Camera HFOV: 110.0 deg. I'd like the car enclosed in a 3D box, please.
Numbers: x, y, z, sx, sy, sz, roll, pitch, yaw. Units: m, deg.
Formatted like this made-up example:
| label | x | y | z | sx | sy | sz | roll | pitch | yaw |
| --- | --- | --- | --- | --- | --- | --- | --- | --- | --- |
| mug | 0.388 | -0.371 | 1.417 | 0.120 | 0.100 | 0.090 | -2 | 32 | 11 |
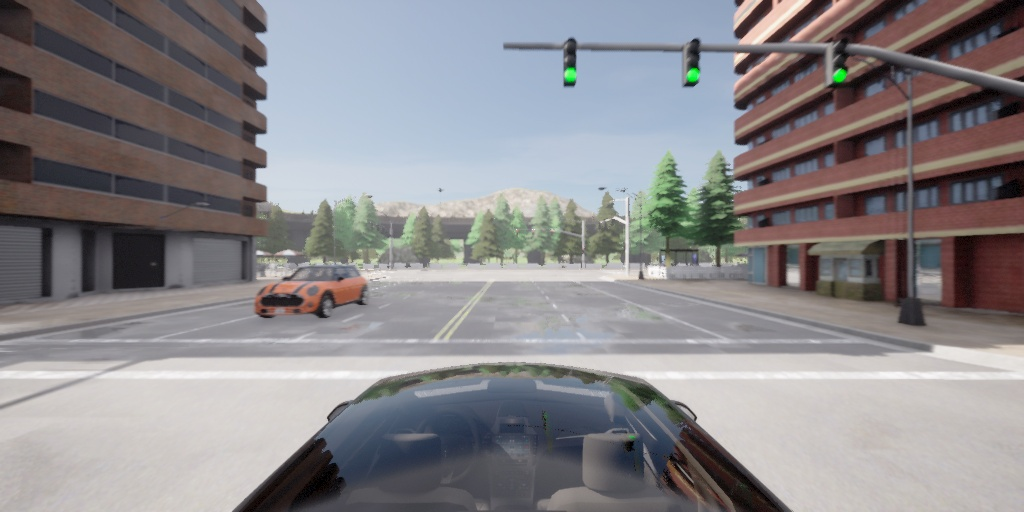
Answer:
| label | x | y | z | sx | sy | sz | roll | pitch | yaw |
| --- | --- | --- | --- | --- | --- | --- | --- | --- | --- |
| car | -7.000 | 1.102 | 13.072 | 2.097 | 1.767 | 4.553 | 0 | -1 | 0 |
